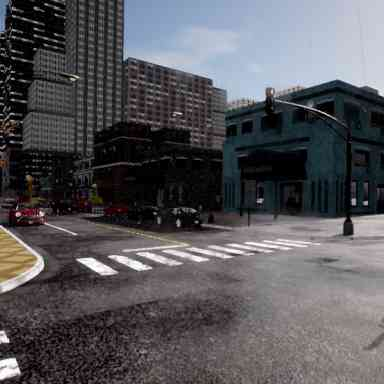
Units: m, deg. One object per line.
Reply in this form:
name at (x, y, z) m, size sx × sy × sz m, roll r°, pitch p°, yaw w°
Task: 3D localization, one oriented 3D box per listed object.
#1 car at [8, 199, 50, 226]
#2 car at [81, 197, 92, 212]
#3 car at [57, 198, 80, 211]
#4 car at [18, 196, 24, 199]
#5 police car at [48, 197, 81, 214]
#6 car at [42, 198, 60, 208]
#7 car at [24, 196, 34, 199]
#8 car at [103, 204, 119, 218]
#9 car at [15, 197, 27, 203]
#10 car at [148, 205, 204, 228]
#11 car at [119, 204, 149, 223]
car at (-11.763, 1.492, 23.582) m, size 1.967 × 1.590 × 4.097 m, roll 1°, pitch -1°, yaw -35°
car at (-14.190, 1.574, 42.166) m, size 2.192 × 1.841 × 5.009 m, roll 1°, pitch -1°, yaw -35°
car at (-17.381, 1.725, 46.708) m, size 1.967 × 1.590 × 4.097 m, roll 1°, pitch -1°, yaw -35°
car at (-39.561, 1.788, 78.612) m, size 2.192 × 1.841 × 5.009 m, roll 1°, pitch -1°, yaw -35°
police car at (-14.716, 1.628, 38.061) m, size 1.930 × 1.638 × 5.238 m, roll 1°, pitch -1°, yaw -35°
car at (-23.748, 1.778, 55.801) m, size 1.967 × 1.590 × 4.097 m, roll 1°, pitch -1°, yaw -35°
car at (-33.333, 1.945, 69.626) m, size 1.752 × 1.417 × 4.829 m, roll 1°, pitch -1°, yaw -35°
car at (-7.184, 1.783, 32.135) m, size 1.802 × 1.307 × 4.206 m, roll 1°, pitch -1°, yaw -35°
car at (-42.725, 2.051, 83.171) m, size 2.008 × 1.369 × 4.403 m, roll 1°, pitch -1°, yaw -35°
car at (-0.938, 1.701, 23.127) m, size 2.008 × 1.369 × 4.403 m, roll 1°, pitch -1°, yaw -35°
car at (-4.061, 1.742, 27.632) m, size 1.947 × 1.339 × 4.313 m, roll 1°, pitch -1°, yaw -35°
